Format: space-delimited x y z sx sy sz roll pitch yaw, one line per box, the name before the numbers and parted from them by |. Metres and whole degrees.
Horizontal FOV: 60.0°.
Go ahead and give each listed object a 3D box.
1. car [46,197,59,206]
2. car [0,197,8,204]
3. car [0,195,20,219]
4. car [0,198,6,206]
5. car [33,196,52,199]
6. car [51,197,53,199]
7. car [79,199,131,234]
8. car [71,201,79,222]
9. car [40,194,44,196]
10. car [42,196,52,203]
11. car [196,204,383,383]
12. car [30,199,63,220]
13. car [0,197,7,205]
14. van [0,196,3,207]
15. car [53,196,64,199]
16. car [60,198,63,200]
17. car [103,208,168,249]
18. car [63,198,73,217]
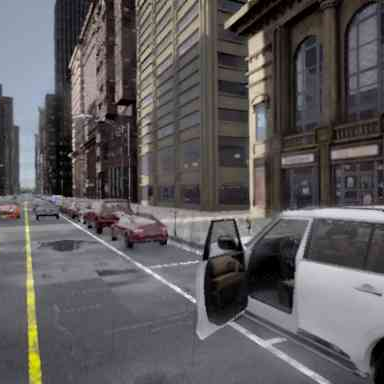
car | -25.039 1.677 59.490 1.887 1.381 4.507 -1 0 -27
car | -40.127 1.798 70.514 1.752 1.417 4.829 -1 0 -27
car | -16.329 1.454 29.199 2.097 1.767 4.553 -1 0 -26
car | -35.168 1.784 60.656 1.887 1.381 4.507 -1 0 -27
car | -18.094 1.607 39.594 1.837 1.490 4.892 -1 1 -26
car | -17.487 1.664 44.478 1.802 1.307 4.206 -1 0 -27
car | -4.904 1.316 19.456 2.192 1.841 5.009 -1 0 -27
car | -7.418 1.583 24.461 1.947 1.339 4.313 -1 0 -27
car | -30.076 1.605 69.499 1.967 1.590 4.097 -1 0 -27
car | -32.668 1.708 74.655 1.752 1.417 4.829 -1 0 -27
car | 2.155 1.183 4.606 2.150 2.045 5.566 -1 0 -27
car | -12.781 1.613 29.166 2.033 1.411 5.357 -1 0 -26
car | -37.686 1.801 65.661 1.887 1.381 4.507 -1 0 -27
van | -32.654 1.564 55.651 1.690 1.788 3.998 -1 0 -27
car | -14.972 1.506 39.473 1.967 1.590 4.097 -1 0 -27
car | -12.453 1.615 34.469 1.947 1.339 4.313 -1 0 -27
car | -2.383 1.567 14.453 1.802 1.307 4.206 -1 0 -27
car | -9.937 1.473 29.465 1.967 1.590 4.097 -1 0 -27
